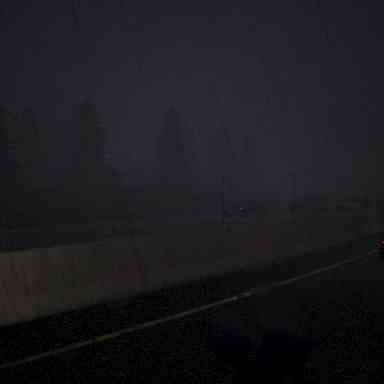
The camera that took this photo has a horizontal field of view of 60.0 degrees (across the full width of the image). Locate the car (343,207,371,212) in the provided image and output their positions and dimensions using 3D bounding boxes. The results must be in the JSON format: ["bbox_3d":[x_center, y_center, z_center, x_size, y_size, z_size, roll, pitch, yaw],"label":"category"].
[{"bbox_3d":[12.694,1.058,25.963,1.882,1.535,5.008,0,1,39],"label":"car"}]

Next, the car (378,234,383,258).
[{"bbox_3d":[7.482,1.326,10.155,5.357,1.411,2.033,-1,1,-43],"label":"car"}]
